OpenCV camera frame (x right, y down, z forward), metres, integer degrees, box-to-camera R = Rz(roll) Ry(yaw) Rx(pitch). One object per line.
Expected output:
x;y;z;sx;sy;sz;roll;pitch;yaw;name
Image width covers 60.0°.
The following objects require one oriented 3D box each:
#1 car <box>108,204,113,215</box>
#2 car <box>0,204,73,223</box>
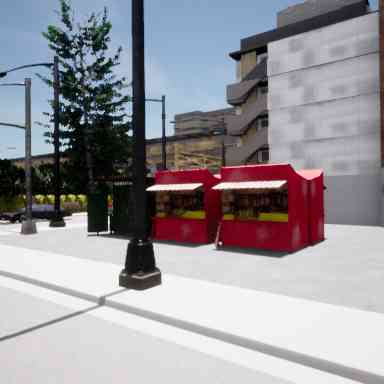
-6.889;1.483;34.575;2.097;1.767;4.553;-1;-1;36;car
-12.420;1.680;26.929;2.033;1.411;5.357;-1;-1;36;car
